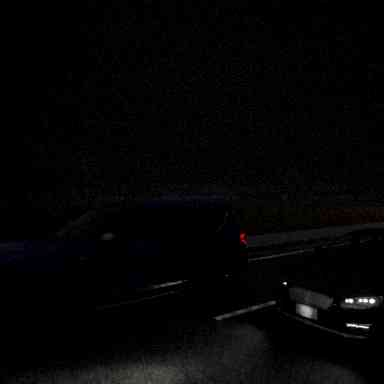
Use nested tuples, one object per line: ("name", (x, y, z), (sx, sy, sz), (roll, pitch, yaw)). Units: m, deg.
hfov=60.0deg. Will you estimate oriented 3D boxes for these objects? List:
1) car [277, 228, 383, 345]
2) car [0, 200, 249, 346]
("car", (3.669, 1.479, 6.303), (4.902, 1.511, 2.128), (0, 0, -36))
("car", (-1.327, 1.216, 6.732), (5.566, 2.045, 2.150), (0, 0, -35))
